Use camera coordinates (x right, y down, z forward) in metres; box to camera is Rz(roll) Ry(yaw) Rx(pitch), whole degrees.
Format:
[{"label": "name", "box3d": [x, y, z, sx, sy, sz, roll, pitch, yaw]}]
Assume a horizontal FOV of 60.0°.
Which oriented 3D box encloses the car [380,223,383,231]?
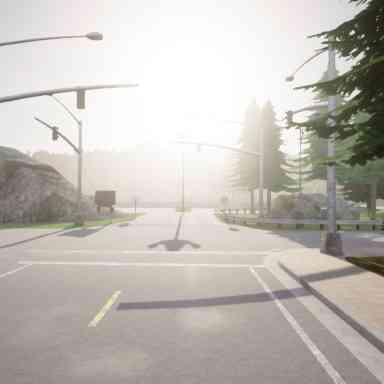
[{"label": "car", "box3d": [15.035, 2.058, 21.108, 5.357, 1.411, 2.033, 0, -1, -2]}]
